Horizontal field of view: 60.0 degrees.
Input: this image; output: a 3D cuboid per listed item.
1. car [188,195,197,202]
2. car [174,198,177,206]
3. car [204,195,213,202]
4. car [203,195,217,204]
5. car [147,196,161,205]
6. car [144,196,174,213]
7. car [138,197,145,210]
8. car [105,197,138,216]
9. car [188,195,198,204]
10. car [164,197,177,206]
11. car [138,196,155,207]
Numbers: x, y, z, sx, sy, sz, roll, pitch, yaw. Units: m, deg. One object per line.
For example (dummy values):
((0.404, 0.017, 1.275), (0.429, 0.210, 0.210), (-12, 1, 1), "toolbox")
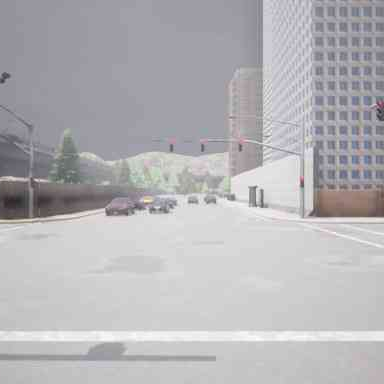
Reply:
((0.123, 1.478, 74.623), (1.882, 1.535, 5.008), (0, 0, 0), "car")
((-3.525, 1.564, 45.358), (1.994, 1.385, 4.181), (0, 0, -1), "car")
((3.621, 1.500, 74.494), (1.837, 1.490, 4.892), (0, 0, 0), "car")
((3.703, 1.505, 64.098), (1.837, 1.490, 4.892), (0, 0, 0), "car")
((-6.965, 1.478, 61.429), (1.882, 1.535, 5.008), (0, 0, 1), "car")
((-3.530, 1.492, 36.438), (2.128, 1.511, 4.902), (0, 0, 0), "car")
((-7.026, 1.601, 41.840), (1.895, 1.301, 4.718), (0, 0, 0), "car")
((-7.041, 1.352, 32.855), (2.097, 1.767, 4.553), (0, 0, 0), "car")
((0.214, 1.564, 64.675), (1.994, 1.385, 4.181), (0, 0, -1), "car")
((-3.488, 1.601, 55.340), (1.895, 1.301, 4.718), (0, 0, 0), "car")
((-7.005, 1.478, 51.356), (1.882, 1.535, 5.008), (0, 0, 0), "car")
